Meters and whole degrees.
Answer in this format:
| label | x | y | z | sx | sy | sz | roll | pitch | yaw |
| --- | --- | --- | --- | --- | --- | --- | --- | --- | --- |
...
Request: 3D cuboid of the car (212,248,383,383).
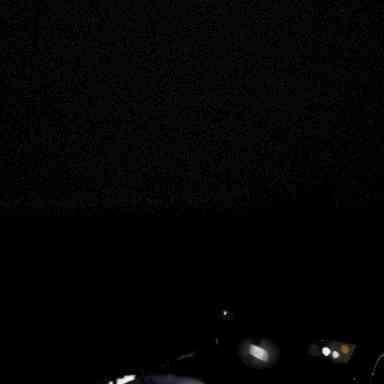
| label | x | y | z | sx | sy | sz | roll | pitch | yaw |
| --- | --- | --- | --- | --- | --- | --- | --- | --- | --- |
| car | 2.288 | 1.597 | 4.941 | 4.181 | 1.385 | 1.994 | 0 | -1 | -39 |
